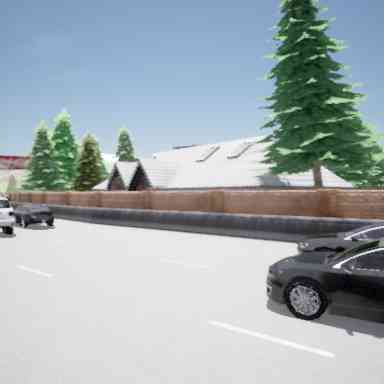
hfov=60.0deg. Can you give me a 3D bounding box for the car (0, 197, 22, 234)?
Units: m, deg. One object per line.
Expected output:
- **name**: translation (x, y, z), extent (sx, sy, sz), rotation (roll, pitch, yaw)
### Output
- **car**: translation (-11.857, 1.308, 18.677), extent (5.566, 2.045, 2.150), rotation (0, 0, 44)

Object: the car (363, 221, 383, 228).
- **car**: translation (5.324, 1.528, 8.883), extent (4.902, 1.511, 2.128), rotation (0, 0, 36)

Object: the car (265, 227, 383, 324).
- **car**: translation (3.707, 1.528, 5.740), extent (4.892, 1.490, 1.837), rotation (0, 0, 35)

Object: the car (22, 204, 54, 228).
- **car**: translation (-11.211, 1.610, 22.973), extent (4.892, 1.490, 1.837), rotation (0, 0, 44)
